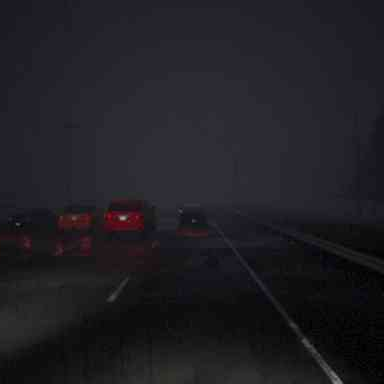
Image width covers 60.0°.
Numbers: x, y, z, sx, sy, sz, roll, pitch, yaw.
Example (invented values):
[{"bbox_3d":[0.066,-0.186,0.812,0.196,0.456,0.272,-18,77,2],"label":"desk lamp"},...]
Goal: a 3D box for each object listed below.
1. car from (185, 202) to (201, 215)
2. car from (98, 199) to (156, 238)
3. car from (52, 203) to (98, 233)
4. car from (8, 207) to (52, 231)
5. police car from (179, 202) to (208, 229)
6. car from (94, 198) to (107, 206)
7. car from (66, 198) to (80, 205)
[{"bbox_3d":[0.111,1.967,41.406,1.812,1.442,4.674,0,-1,0],"label":"car"},{"bbox_3d":[-3.395,1.424,18.987,2.150,2.045,5.566,0,-1,0],"label":"car"},{"bbox_3d":[-6.893,1.581,21.562,2.097,1.767,4.553,0,-1,0],"label":"car"},{"bbox_3d":[-10.393,1.761,22.175,1.812,1.442,4.674,0,-1,0],"label":"car"},{"bbox_3d":[0.107,1.679,23.798,1.930,1.638,5.238,0,-1,0],"label":"police car"},{"bbox_3d":[-21.187,2.296,77.168,1.882,1.535,5.008,0,-1,-2],"label":"car"},{"bbox_3d":[-28.307,2.315,79.312,1.882,1.535,5.008,0,-1,-3],"label":"car"}]
